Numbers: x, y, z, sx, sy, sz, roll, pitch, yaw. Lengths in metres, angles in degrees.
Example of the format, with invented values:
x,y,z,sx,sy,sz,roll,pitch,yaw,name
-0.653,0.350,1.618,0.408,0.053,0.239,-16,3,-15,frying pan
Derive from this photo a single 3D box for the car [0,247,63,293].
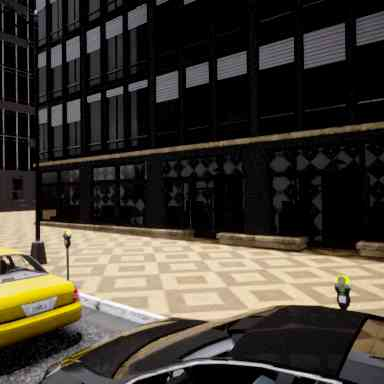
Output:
x,y,z,sx,sy,sz,roll,pitch,yaw,name
-3.951,1.527,5.874,4.829,1.417,1.752,0,-1,36,car

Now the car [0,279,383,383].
x,y,z,sx,sy,sz,roll,pitch,yaw,name
0.683,1.566,2.359,4.313,1.339,1.947,0,-1,36,car
